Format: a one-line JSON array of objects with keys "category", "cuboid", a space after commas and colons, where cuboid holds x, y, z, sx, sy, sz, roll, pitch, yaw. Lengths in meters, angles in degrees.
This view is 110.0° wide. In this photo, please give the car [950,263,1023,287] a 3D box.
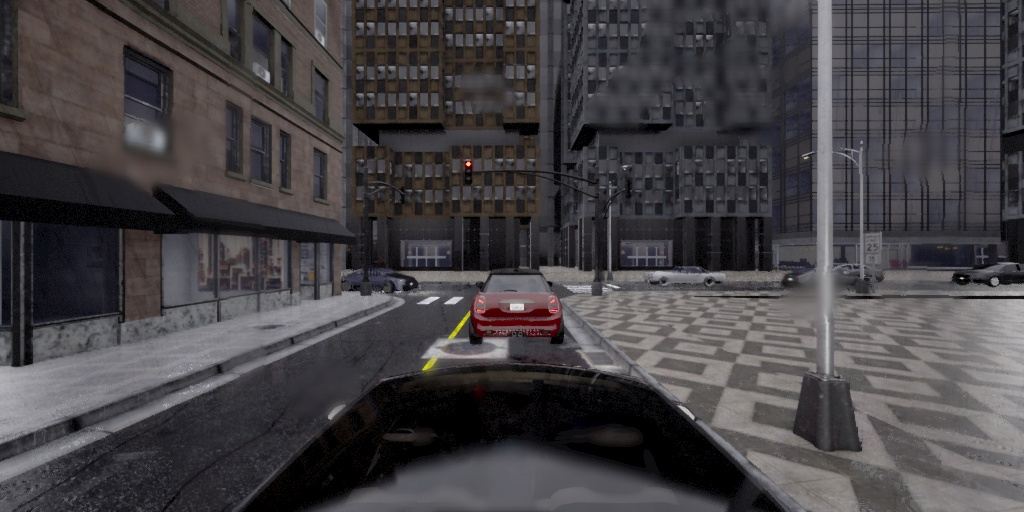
[{"category": "car", "cuboid": [31.808, 1.209, 23.401, 4.892, 1.490, 1.837, 0, 0, 1]}]

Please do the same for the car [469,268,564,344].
[{"category": "car", "cuboid": [0.069, 1.102, 9.723, 2.097, 1.767, 4.553, 0, 0, -1]}]

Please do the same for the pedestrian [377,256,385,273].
[{"category": "pedestrian", "cuboid": [-9.837, 0.902, 26.905, 0.375, 1.860, 0.375, 0, 0, 1]}]

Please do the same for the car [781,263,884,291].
[{"category": "car", "cuboid": [17.844, 1.286, 20.365, 4.181, 1.385, 1.994, 0, 0, 1]}]

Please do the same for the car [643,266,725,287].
[{"category": "car", "cuboid": [11.195, 1.332, 23.639, 4.718, 1.301, 1.895, 0, 0, 1]}]

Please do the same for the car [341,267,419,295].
[{"category": "car", "cuboid": [-7.310, 1.321, 19.755, 4.181, 1.385, 1.994, 0, 0, 15]}]
